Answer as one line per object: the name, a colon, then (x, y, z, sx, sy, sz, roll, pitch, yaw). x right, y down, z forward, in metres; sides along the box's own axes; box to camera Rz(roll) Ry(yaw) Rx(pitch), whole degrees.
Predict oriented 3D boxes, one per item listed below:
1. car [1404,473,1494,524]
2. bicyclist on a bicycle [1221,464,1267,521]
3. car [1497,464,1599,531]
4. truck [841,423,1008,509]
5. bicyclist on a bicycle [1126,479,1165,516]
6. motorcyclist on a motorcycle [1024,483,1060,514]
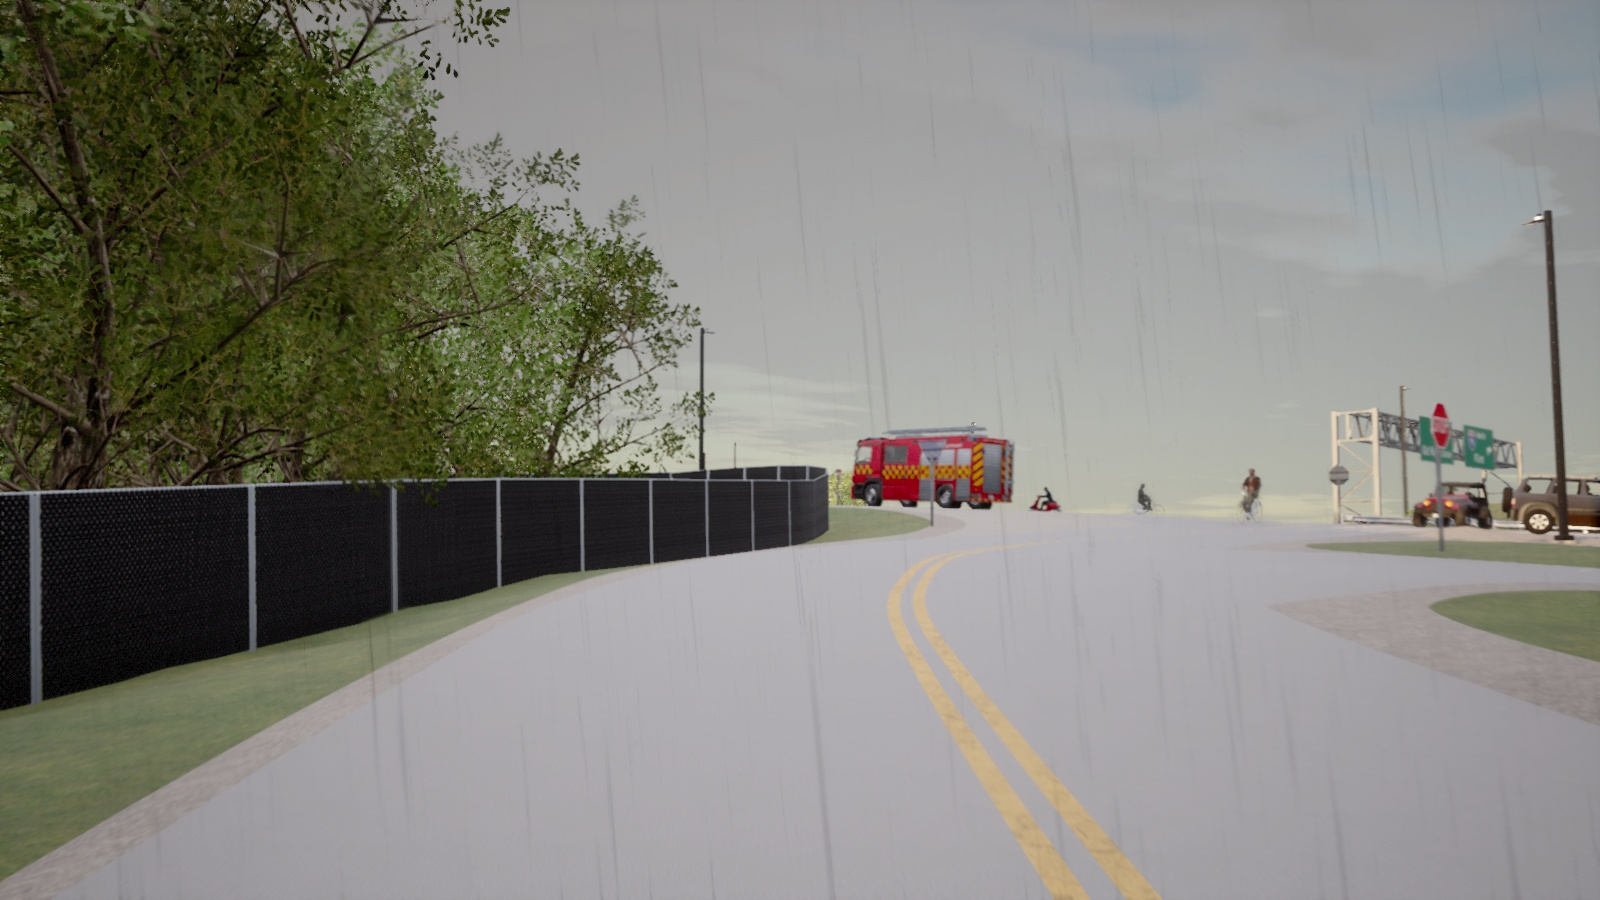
car: (25.599, 1.923, 49.474, 3.866, 1.878, 1.905, 4, -3, -43)
bicyclist on a bicycle: (14.094, 1.319, 39.815, 0.659, 1.776, 1.843, -1, -1, 44)
car: (23.327, 1.448, 37.213, 4.605, 1.855, 1.932, 2, -2, 29)
truck: (5.886, 0.860, 60.919, 2.891, 3.827, 8.468, 4, -4, -39)
bicyclist on a bicycle: (17.316, 2.369, 62.915, 1.843, 1.776, 0.659, 1, -4, 12)
motorcyclist on a motorcycle: (12.976, 2.605, 67.331, 1.817, 1.590, 0.866, 1, -4, 12)
